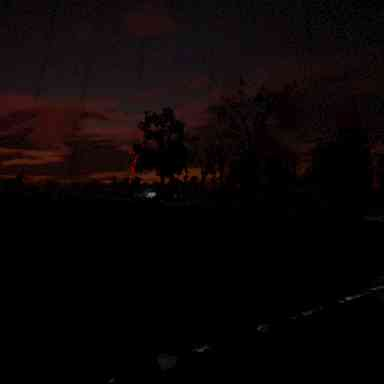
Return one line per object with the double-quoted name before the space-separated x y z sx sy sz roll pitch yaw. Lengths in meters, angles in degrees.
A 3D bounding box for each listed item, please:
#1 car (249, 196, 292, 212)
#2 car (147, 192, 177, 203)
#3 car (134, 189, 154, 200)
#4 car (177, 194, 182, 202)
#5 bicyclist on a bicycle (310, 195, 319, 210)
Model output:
"car" 8.065 1.200 34.467 1.882 1.535 5.008 0 1 -35
"car" -4.868 1.036 53.006 1.895 1.301 4.718 0 1 -35
"car" -9.053 0.499 63.856 2.150 2.045 5.566 0 1 -35
"car" -3.333 0.930 55.797 1.812 1.442 4.674 0 1 -34
"bicyclist on a bicycle" 13.622 1.170 36.957 1.656 1.620 0.582 0 1 -35
